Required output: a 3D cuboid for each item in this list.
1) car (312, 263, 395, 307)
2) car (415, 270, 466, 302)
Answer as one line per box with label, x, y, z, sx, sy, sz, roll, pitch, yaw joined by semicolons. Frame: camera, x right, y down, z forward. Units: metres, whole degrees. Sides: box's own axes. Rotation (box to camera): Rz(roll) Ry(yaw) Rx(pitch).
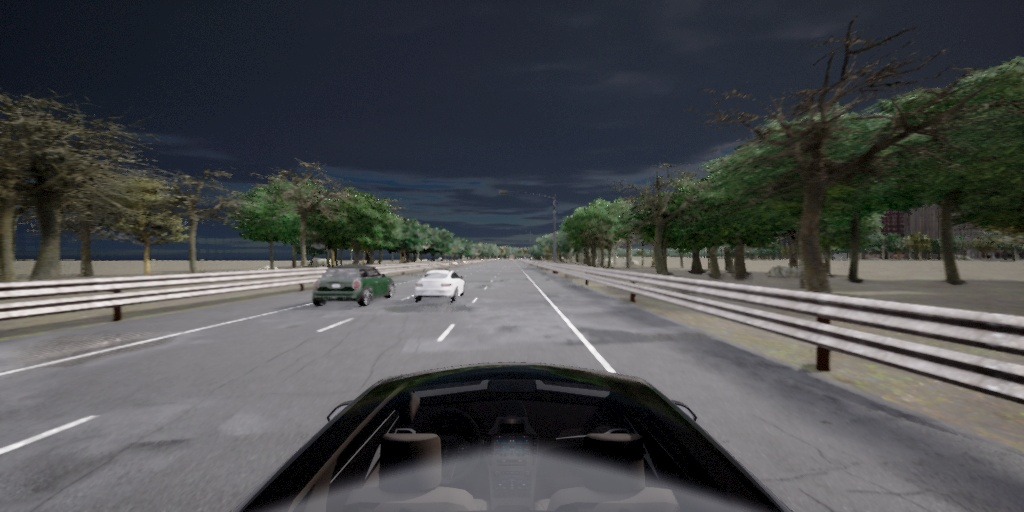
car;-6.905;1.197;16.193;2.097;1.767;4.553;0;0;0
car;-3.407;1.380;17.460;1.812;1.442;4.674;0;0;0
